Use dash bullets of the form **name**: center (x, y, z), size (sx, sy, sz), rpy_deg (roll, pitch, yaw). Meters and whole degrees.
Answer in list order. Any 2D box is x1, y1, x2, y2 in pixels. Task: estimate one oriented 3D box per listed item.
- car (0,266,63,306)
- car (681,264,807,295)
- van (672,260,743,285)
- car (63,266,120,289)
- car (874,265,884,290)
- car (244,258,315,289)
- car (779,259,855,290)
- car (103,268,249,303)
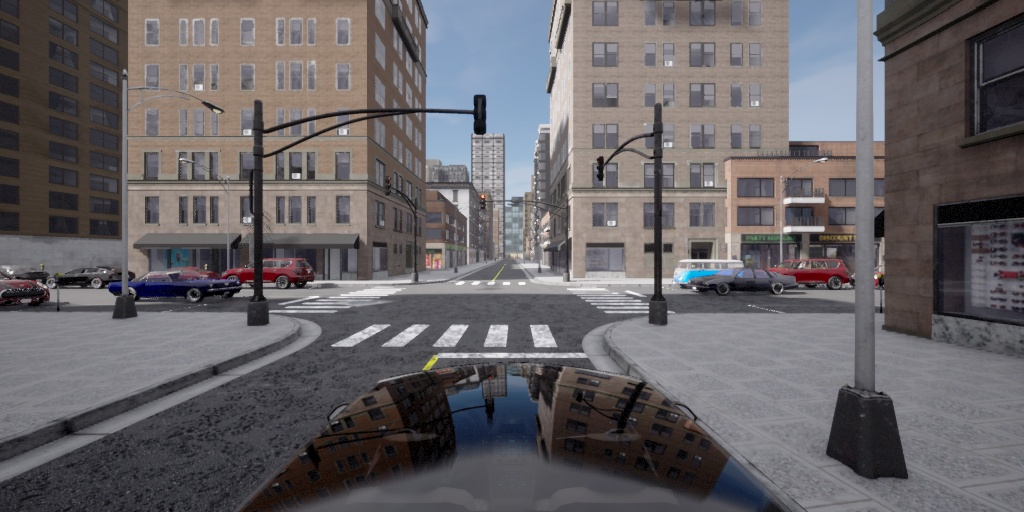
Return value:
- **car**: center (-20.459, 1.179, 13.639), size (4.097, 1.591, 1.967), rpy_deg (0, 0, 0)
- **car**: center (12.342, 1.315, 19.280), size (5.357, 1.411, 2.033), rpy_deg (0, 0, -5)
- **van**: center (12.034, 1.108, 21.983), size (3.998, 1.789, 1.690), rpy_deg (0, 0, 0)
- **car**: center (-25.960, 1.299, 22.196), size (4.313, 1.339, 1.948), rpy_deg (0, 0, 0)
- **car**: center (23.226, 1.216, 21.920), size (4.097, 1.591, 1.967), rpy_deg (0, 0, 0)
- **car**: center (-14.913, 1.058, 22.134), size (5.009, 1.841, 2.192), rpy_deg (0, 0, 0)
- **car**: center (17.631, 1.087, 21.952), size (5.009, 1.841, 2.192), rpy_deg (0, 0, 0)
- **car**: center (-15.003, 1.345, 16.192), size (4.718, 1.301, 1.895), rpy_deg (0, 0, 3)
